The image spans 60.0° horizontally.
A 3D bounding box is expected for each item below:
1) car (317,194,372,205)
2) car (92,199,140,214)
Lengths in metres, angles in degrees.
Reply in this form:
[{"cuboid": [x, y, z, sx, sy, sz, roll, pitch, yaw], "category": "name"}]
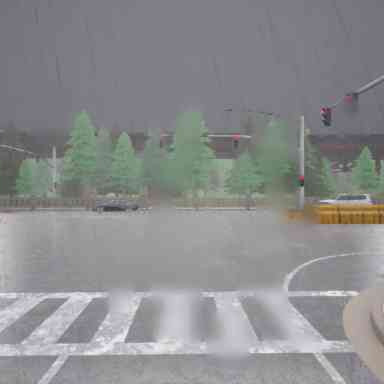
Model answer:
[{"cuboid": [16.294, 1.222, 35.587, 5.566, 2.045, 2.150, 0, 0, -2], "category": "car"}, {"cuboid": [-7.963, 1.492, 34.849, 4.902, 1.511, 2.128, 0, 0, -2], "category": "car"}]
